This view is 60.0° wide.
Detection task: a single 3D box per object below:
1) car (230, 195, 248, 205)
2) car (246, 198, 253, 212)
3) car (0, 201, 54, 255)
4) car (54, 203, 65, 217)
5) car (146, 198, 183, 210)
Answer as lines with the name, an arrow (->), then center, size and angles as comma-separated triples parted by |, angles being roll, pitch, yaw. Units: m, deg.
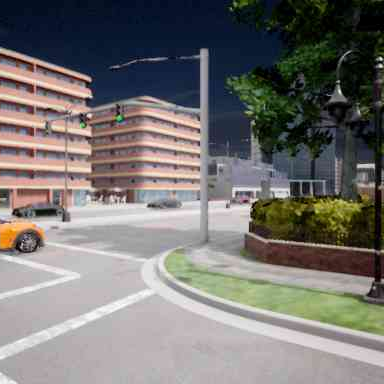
car -> 8.470, 1.307, 58.744 | 2.097, 1.767, 4.553 | 0, 0, 36
car -> 7.394, 1.453, 31.690 | 1.882, 1.535, 5.008 | 0, 0, 36
car -> -7.430, 1.323, 11.223 | 2.097, 1.767, 4.553 | 0, 0, 36
car -> -13.265, 1.506, 28.911 | 1.994, 1.385, 4.181 | 0, 0, 36
car -> -3.402, 1.490, 42.525 | 2.033, 1.411, 5.357 | 0, 0, 36
